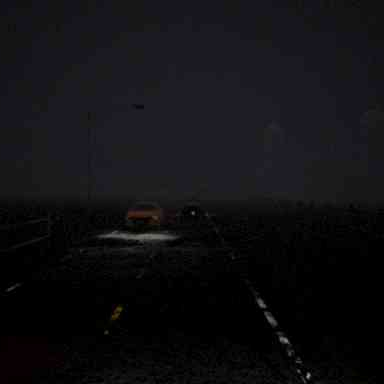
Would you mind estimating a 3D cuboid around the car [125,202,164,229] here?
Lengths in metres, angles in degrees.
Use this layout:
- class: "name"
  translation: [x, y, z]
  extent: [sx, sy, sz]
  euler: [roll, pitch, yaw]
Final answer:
- class: "car"
  translation: [-2.831, 1.359, 20.662]
  extent: [1.882, 1.535, 5.008]
  euler: [0, 0, 0]

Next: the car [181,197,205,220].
- class: "car"
  translation: [0.087, 1.375, 26.484]
  extent: [1.812, 1.442, 4.674]
  euler: [0, 0, 0]
